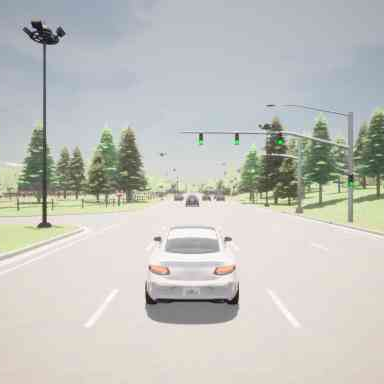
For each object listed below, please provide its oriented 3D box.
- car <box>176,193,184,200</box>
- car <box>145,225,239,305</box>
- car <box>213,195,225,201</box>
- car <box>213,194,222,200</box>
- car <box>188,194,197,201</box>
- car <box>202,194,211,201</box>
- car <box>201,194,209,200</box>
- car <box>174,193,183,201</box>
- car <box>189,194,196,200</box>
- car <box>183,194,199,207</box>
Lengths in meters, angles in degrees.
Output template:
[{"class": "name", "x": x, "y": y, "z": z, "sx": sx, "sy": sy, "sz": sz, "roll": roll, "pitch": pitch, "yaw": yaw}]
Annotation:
[{"class": "car", "x": -3.388, "y": 1.188, "z": 92.885, "sx": 2.097, "sy": 1.767, "sz": 4.553, "roll": 0, "pitch": 0, "yaw": 0}, {"class": "car", "x": 0.016, "y": 1.526, "z": 7.975, "sx": 1.812, "sy": 1.442, "sz": 4.674, "roll": 0, "pitch": 0, "yaw": 0}, {"class": "car", "x": 7.099, "y": 1.517, "z": 82.483, "sx": 2.128, "sy": 1.511, "sz": 4.902, "roll": 0, "pitch": 0, "yaw": 0}, {"class": "car", "x": 7.112, "y": 1.385, "z": 92.903, "sx": 1.994, "sy": 1.385, "sz": 4.181, "roll": 0, "pitch": 0, "yaw": 0}, {"class": "car", "x": 0.100, "y": 1.348, "z": 82.878, "sx": 2.097, "sy": 1.767, "sz": 4.553, "roll": 0, "pitch": 0, "yaw": 0}, {"class": "car", "x": 3.600, "y": 1.348, "z": 82.874, "sx": 2.097, "sy": 1.767, "sz": 4.553, "roll": 0, "pitch": 0, "yaw": 0}, {"class": "car", "x": 3.612, "y": 1.372, "z": 92.907, "sx": 2.033, "sy": 1.411, "sz": 5.357, "roll": 0, "pitch": 0, "yaw": 0}, {"class": "car", "x": -3.400, "y": 1.544, "z": 82.879, "sx": 1.994, "sy": 1.385, "sz": 4.181, "roll": 0, "pitch": 0, "yaw": 0}, {"class": "car", "x": 0.112, "y": 1.332, "z": 92.911, "sx": 1.837, "sy": 1.490, "sz": 4.892, "roll": 0, "pitch": 0, "yaw": 0}, {"class": "car", "x": 0.062, "y": 1.352, "z": 51.848, "sx": 2.097, "sy": 1.767, "sz": 4.553, "roll": 0, "pitch": 0, "yaw": 0}]
